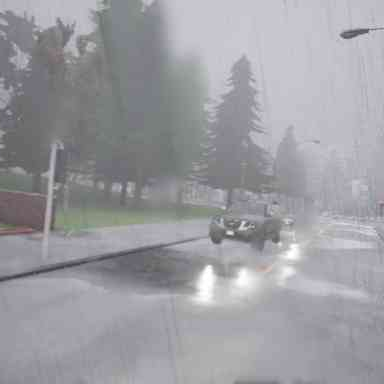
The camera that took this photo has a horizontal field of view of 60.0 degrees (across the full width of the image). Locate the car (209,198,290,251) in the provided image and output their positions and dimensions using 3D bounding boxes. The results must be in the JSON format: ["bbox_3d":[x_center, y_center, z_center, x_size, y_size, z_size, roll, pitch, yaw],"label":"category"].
[{"bbox_3d":[2.765,1.363,15.591,2.150,2.045,5.566,6,1,27],"label":"car"}]

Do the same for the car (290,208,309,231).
[{"bbox_3d":[7.938,2.056,26.018,2.128,1.511,4.902,6,0,27],"label":"car"}]
